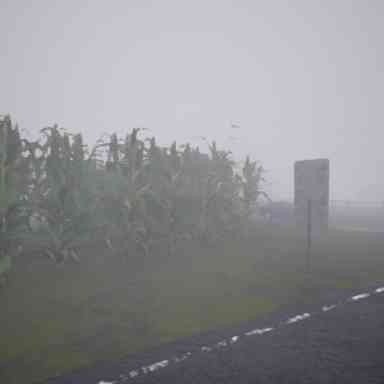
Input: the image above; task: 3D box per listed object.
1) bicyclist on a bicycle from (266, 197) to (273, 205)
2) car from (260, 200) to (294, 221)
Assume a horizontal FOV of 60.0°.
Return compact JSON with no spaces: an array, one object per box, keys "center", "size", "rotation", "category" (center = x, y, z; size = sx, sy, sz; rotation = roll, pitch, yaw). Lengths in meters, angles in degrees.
[{"center":[7.807,1.367,33.000],"size":[1.656,1.620,0.582],"rotation":[0,1,-36],"category":"bicyclist on a bicycle"},{"center":[7.139,1.376,23.716],"size":[1.882,1.535,5.008],"rotation":[2,0,-36],"category":"car"}]
